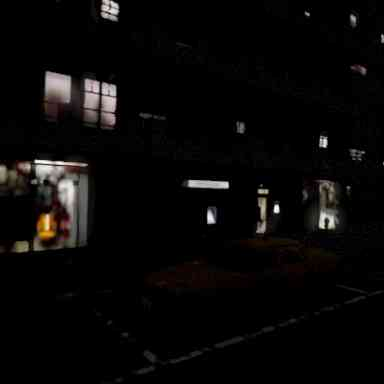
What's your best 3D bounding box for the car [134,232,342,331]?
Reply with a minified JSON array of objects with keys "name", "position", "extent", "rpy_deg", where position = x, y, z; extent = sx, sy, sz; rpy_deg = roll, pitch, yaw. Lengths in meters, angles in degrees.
[{"name":"car","position":[1.209,1.571,6.955],"extent":[4.829,1.417,1.752],"rpy_deg":[1,0,-35]}]
